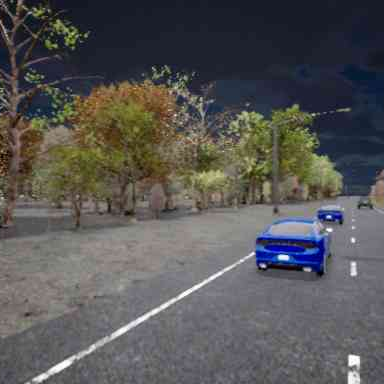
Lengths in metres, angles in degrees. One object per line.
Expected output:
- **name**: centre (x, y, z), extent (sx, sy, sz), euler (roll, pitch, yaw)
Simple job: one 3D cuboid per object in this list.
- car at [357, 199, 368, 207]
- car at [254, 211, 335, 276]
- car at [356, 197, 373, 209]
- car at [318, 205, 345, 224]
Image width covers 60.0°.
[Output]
- **car**: centre (33.769, 2.185, 65.895), extent (1.882, 1.535, 5.008), euler (-1, -1, 26)
- **car**: centre (3.500, 1.606, 11.027), extent (1.882, 1.535, 5.008), euler (-1, -1, 26)
- **car**: centre (28.794, 1.810, 55.369), extent (2.150, 2.045, 5.566), euler (-1, -1, 26)
- **car**: centre (11.595, 1.788, 27.795), extent (1.882, 1.535, 5.008), euler (-1, -1, 26)
